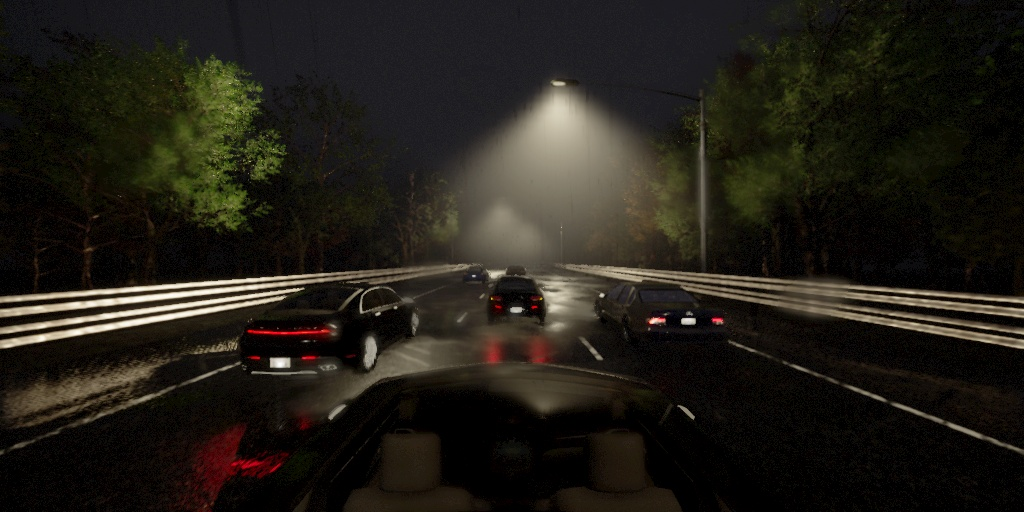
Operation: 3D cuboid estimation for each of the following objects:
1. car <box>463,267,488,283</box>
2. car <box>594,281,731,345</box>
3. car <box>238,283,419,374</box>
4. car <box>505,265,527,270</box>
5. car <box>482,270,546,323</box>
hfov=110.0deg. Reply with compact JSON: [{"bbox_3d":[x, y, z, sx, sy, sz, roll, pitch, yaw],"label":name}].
[{"bbox_3d":[-3.150,1.675,32.070,1.994,1.385,4.181,0,-1,1],"label":"car"},{"bbox_3d":[3.625,1.394,9.761,2.033,1.411,5.357,0,-1,1],"label":"car"},{"bbox_3d":[-3.380,1.327,7.664,1.837,1.490,4.892,0,0,0],"label":"car"},{"bbox_3d":[0.387,1.617,34.487,1.882,1.535,5.008,0,-1,1],"label":"car"},{"bbox_3d":[0.144,1.406,12.609,1.812,1.442,4.674,0,-1,0],"label":"car"}]
